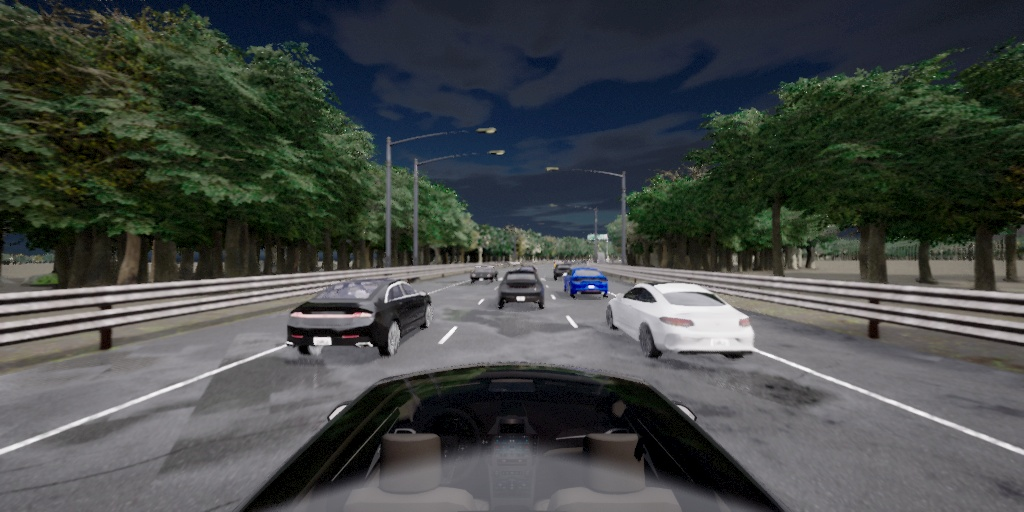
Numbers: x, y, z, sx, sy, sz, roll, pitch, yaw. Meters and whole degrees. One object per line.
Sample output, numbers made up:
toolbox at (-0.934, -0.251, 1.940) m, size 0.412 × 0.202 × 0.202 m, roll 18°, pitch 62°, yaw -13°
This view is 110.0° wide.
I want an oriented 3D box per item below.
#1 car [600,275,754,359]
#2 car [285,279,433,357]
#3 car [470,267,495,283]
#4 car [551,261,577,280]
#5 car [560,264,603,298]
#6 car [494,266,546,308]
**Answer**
car at (3.597, 1.336, 8.444) m, size 1.812 × 1.442 × 4.674 m, roll 0°, pitch -1°, yaw 1°
car at (-3.286, 1.300, 8.722) m, size 2.128 × 1.511 × 4.902 m, roll 0°, pitch 0°, yaw 1°
car at (-2.258, 1.598, 30.713) m, size 1.895 × 1.301 × 4.718 m, roll 0°, pitch 0°, yaw 4°
car at (5.049, 1.547, 35.545) m, size 1.837 × 1.490 × 4.892 m, roll 0°, pitch -1°, yaw 5°
car at (3.985, 1.387, 19.921) m, size 1.882 × 1.535 × 5.008 m, roll 0°, pitch -1°, yaw 3°
car at (0.424, 1.377, 15.886) m, size 1.837 × 1.490 × 4.892 m, roll 0°, pitch -1°, yaw 2°
